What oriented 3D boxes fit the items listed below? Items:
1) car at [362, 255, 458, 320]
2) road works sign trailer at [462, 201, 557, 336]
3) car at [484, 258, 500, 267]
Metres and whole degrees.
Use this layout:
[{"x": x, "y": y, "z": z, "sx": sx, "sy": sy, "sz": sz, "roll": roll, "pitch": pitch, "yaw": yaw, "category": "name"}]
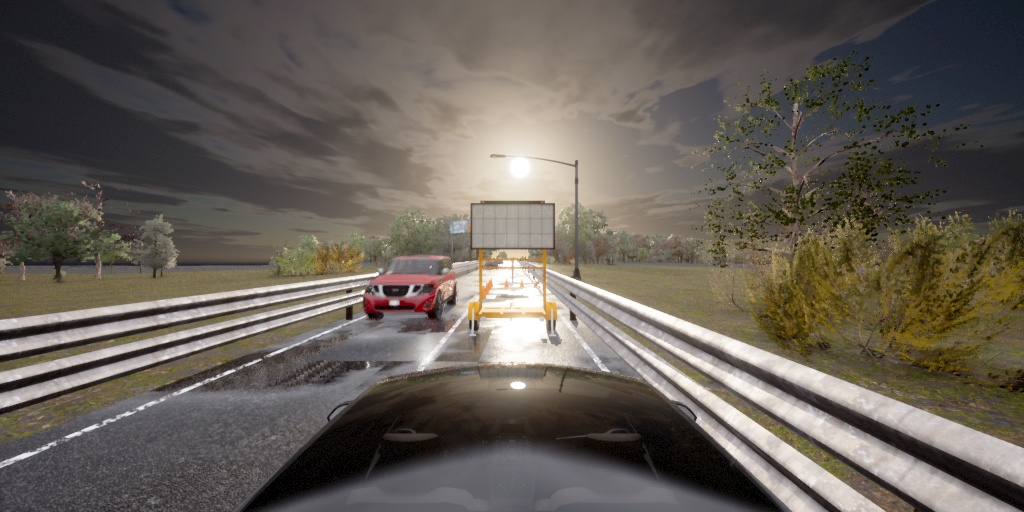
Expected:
[{"x": -3.336, "y": 0.976, "z": 12.931, "sx": 2.150, "sy": 2.045, "sz": 5.566, "roll": 0, "pitch": 0, "yaw": 0, "category": "car"}, {"x": 0.021, "y": 0.218, "z": 10.353, "sx": 2.380, "sy": 3.560, "sz": 2.880, "roll": 0, "pitch": 0, "yaw": 0, "category": "road works sign trailer"}, {"x": -3.270, "y": 1.334, "z": 55.917, "sx": 1.994, "sy": 1.385, "sz": 4.181, "roll": 0, "pitch": 0, "yaw": 0, "category": "car"}]
